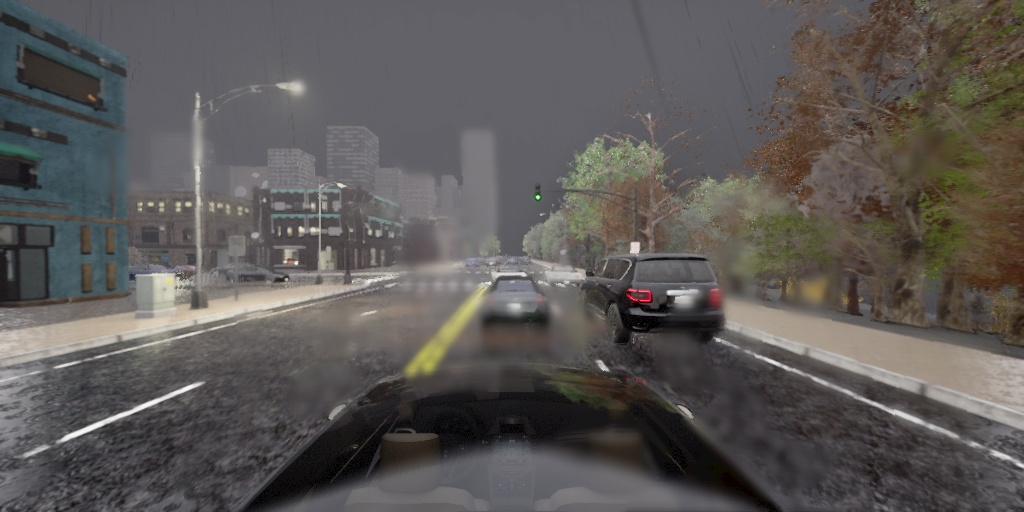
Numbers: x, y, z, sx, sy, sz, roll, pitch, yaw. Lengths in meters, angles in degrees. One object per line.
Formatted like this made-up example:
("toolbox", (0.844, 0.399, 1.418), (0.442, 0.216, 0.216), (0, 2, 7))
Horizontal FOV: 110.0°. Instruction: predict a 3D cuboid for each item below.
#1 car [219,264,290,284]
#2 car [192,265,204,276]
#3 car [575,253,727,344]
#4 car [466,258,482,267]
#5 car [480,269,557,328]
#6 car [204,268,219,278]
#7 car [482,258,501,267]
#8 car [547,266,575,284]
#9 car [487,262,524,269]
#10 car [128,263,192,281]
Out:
("car", (-19.941, 1.509, 28.276), (4.313, 1.339, 1.948), (0, 0, 0))
("car", (-33.807, 1.582, 36.799), (4.207, 1.307, 1.802), (0, 0, 0))
("car", (3.352, 0.954, 9.674), (2.150, 2.045, 5.566), (0, 0, 0))
("car", (-6.534, 1.144, 59.807), (1.812, 1.442, 4.674), (0, 0, 0))
("car", (0.103, 1.293, 11.291), (1.994, 1.385, 4.181), (0, 0, 0))
("car", (-28.272, 1.488, 36.790), (4.403, 1.370, 2.007), (0, 0, 0))
("car", (-3.284, 1.109, 59.920), (2.128, 1.511, 4.902), (0, 0, 1))
("car", (3.356, 1.303, 23.964), (1.895, 1.301, 4.718), (0, 0, 0))
("car", (-0.374, 1.303, 23.967), (1.895, 1.301, 4.718), (0, 0, -8))
("car", (-31.160, 1.392, 31.000), (4.553, 1.767, 2.097), (-1, 1, 0))
